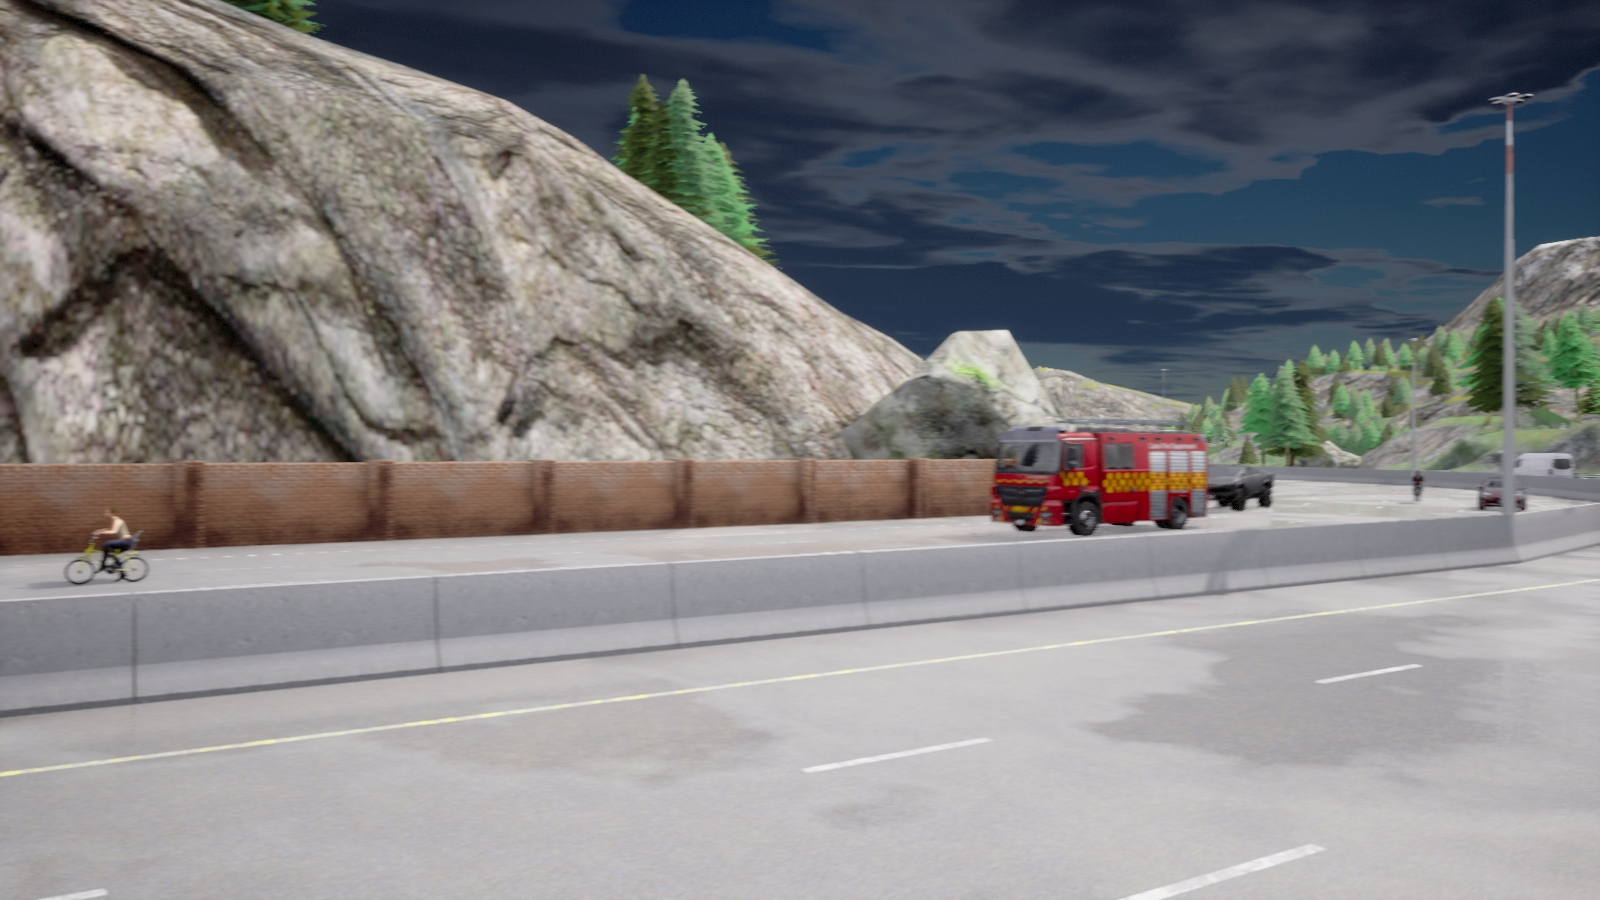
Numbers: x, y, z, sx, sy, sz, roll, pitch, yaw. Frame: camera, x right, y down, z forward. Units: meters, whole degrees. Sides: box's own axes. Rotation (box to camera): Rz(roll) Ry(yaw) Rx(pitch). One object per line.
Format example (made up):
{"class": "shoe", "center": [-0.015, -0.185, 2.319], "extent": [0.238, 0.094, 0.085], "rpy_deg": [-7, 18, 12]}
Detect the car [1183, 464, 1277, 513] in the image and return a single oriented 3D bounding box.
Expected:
{"class": "car", "center": [20.228, 1.739, 53.546], "extent": [2.390, 2.098, 6.274], "rpy_deg": [0, 0, 38]}

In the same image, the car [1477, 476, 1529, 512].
{"class": "car", "center": [33.123, 2.043, 53.932], "extent": [2.007, 1.525, 4.514], "rpy_deg": [0, 0, 30]}

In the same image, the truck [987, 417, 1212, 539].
{"class": "truck", "center": [10.457, 0.874, 39.340], "extent": [8.468, 3.827, 2.891], "rpy_deg": [0, 0, -37]}
